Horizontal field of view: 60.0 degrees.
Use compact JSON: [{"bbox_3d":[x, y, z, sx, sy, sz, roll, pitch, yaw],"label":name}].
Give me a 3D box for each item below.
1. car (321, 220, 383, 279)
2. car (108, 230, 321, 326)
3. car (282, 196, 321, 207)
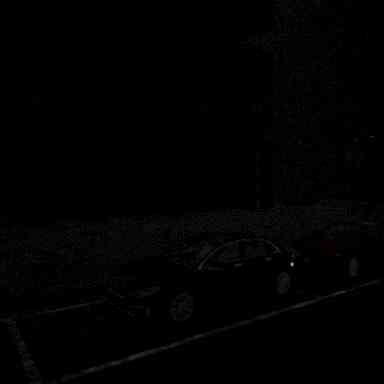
[{"bbox_3d":[4.888,1.569,10.135,4.507,1.381,1.887,0,0,-36],"label":"car"},{"bbox_3d":[0.456,1.561,6.973,4.403,1.369,2.008,0,0,-36],"label":"car"},{"bbox_3d":[14.066,1.227,42.970,1.895,1.301,4.718,0,1,-35],"label":"car"}]
